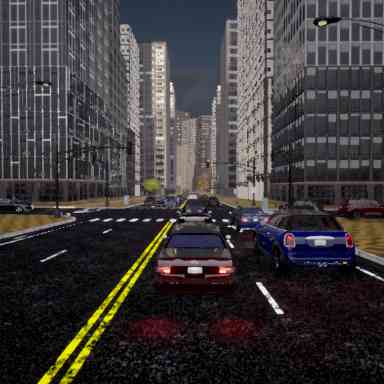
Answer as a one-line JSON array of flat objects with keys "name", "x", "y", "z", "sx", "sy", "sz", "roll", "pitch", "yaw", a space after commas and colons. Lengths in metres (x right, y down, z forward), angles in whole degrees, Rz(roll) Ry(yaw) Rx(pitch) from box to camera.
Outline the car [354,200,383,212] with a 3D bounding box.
[{"name": "car", "x": 21.888, "y": 1.642, "z": 39.183, "sx": 4.829, "sy": 1.417, "sz": 1.752, "roll": 1, "pitch": 0, "yaw": 1}]

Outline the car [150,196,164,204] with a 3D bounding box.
[{"name": "car", "x": -6.436, "y": 1.499, "z": 62.281, "sx": 2.033, "sy": 1.411, "sz": 5.357, "roll": 0, "pitch": 0, "yaw": 0}]

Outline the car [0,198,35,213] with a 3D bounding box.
[{"name": "car", "x": -18.761, "y": 1.340, "z": 34.140, "sx": 4.902, "sy": 1.511, "sz": 2.128, "roll": 1, "pitch": 1, "yaw": 1}]

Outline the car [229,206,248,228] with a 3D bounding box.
[{"name": "car", "x": 3.391, "y": 1.537, "z": 20.235, "sx": 2.033, "sy": 1.411, "sz": 5.357, "roll": 0, "pitch": 0, "yaw": 0}]

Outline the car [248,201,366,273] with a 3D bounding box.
[{"name": "car", "x": 3.370, "y": 1.347, "z": 10.851, "sx": 2.097, "sy": 1.767, "sz": 4.553, "roll": 0, "pitch": 0, "yaw": 0}]

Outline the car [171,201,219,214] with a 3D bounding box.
[{"name": "car", "x": 0.137, "y": 1.482, "z": 18.626, "sx": 2.128, "sy": 1.511, "sz": 4.902, "roll": 0, "pitch": 0, "yaw": 0}]

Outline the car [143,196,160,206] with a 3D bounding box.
[{"name": "car", "x": -6.489, "y": 1.468, "z": 52.401, "sx": 1.837, "sy": 1.490, "sz": 4.892, "roll": 0, "pitch": 0, "yaw": 0}]

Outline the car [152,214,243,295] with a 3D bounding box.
[{"name": "car", "x": 0.110, "y": 1.544, "z": 8.881, "sx": 2.033, "sy": 1.411, "sz": 5.357, "roll": 0, "pitch": 0, "yaw": 1}]

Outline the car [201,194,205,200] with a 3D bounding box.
[{"name": "car", "x": 3.429, "y": 1.390, "z": 89.639, "sx": 1.882, "sy": 1.535, "sz": 5.008, "roll": 0, "pitch": 0, "yaw": 0}]

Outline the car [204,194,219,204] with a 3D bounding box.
[{"name": "car", "x": 3.433, "y": 1.466, "z": 54.439, "sx": 1.837, "sy": 1.490, "sz": 4.892, "roll": 0, "pitch": 0, "yaw": 0}]

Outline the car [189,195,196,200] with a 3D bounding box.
[{"name": "car", "x": 0.186, "y": 1.502, "z": 93.052, "sx": 1.895, "sy": 1.301, "sz": 4.718, "roll": 0, "pitch": 0, "yaw": 0}]

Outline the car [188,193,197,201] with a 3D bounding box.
[{"name": "car", "x": 0.165, "y": 1.149, "z": 82.716, "sx": 2.150, "sy": 2.045, "sz": 5.566, "roll": 0, "pitch": 0, "yaw": 0}]

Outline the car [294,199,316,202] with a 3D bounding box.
[{"name": "car", "x": 11.969, "y": 1.576, "z": 36.774, "sx": 4.892, "sy": 1.490, "sz": 1.837, "roll": 0, "pitch": 1, "yaw": 1}]

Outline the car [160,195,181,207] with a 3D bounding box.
[{"name": "car", "x": -3.221, "y": 1.317, "z": 50.561, "sx": 2.097, "sy": 1.767, "sz": 4.553, "roll": 0, "pitch": 0, "yaw": -1}]

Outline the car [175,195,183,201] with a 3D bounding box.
[{"name": "car", "x": -3.092, "y": 1.429, "z": 79.535, "sx": 1.837, "sy": 1.490, "sz": 4.892, "roll": 0, "pitch": 0, "yaw": 0}]

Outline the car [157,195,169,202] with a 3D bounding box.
[{"name": "car", "x": -6.355, "y": 1.478, "z": 72.951, "sx": 2.033, "sy": 1.411, "sz": 5.357, "roll": 0, "pitch": 0, "yaw": 0}]

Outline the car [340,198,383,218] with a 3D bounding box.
[{"name": "car", "x": 16.262, "y": 1.518, "z": 30.907, "sx": 5.009, "sy": 1.841, "sz": 2.192, "roll": 1, "pitch": 0, "yaw": 1}]
